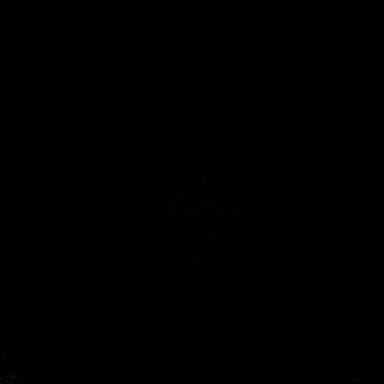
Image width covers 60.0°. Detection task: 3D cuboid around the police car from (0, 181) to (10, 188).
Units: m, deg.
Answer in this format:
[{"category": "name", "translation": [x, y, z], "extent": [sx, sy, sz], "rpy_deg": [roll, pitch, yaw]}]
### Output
[{"category": "police car", "translation": [-47.260, -1.801, 81.222], "extent": [1.930, 1.638, 5.238], "rpy_deg": [1, 1, 35]}]
